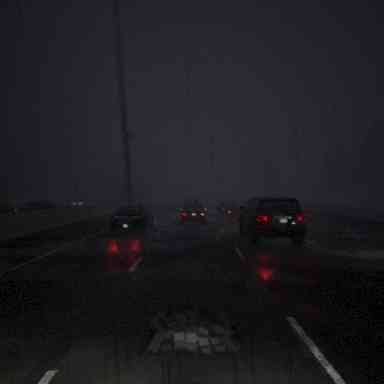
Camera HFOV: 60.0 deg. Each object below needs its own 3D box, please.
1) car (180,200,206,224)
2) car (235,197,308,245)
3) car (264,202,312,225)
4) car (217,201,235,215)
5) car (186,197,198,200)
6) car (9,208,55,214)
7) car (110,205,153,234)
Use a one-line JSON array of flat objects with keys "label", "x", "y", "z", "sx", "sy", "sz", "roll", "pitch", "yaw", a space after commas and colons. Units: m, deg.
[{"label": "car", "x": 0.098, "y": 1.562, "z": 25.084, "sx": 2.033, "sy": 1.411, "sz": 5.357, "roll": 0, "pitch": 0, "yaw": 0}, {"label": "car", "x": 3.598, "y": 1.231, "z": 15.782, "sx": 2.150, "sy": 2.045, "sz": 5.566, "roll": 0, "pitch": 0, "yaw": 0}, {"label": "car", "x": 7.097, "y": 1.562, "z": 25.247, "sx": 2.033, "sy": 1.411, "sz": 5.357, "roll": 0, "pitch": 0, "yaw": 0}, {"label": "car", "x": 3.595, "y": 1.621, "z": 34.279, "sx": 1.895, "sy": 1.301, "sz": 4.718, "roll": 0, "pitch": 0, "yaw": 0}, {"label": "car", "x": -0.012, "y": 1.375, "z": 41.829, "sx": 2.097, "sy": 1.767, "sz": 4.553, "roll": 0, "pitch": 0, "yaw": -1}, {"label": "car", "x": -14.111, "y": 1.522, "z": 30.119, "sx": 1.837, "sy": 1.490, "sz": 4.892, "roll": 0, "pitch": 0, "yaw": 0}, {"label": "car", "x": -3.401, "y": 1.503, "z": 19.423, "sx": 2.128, "sy": 1.511, "sz": 4.902, "roll": 0, "pitch": 0, "yaw": 0}]
